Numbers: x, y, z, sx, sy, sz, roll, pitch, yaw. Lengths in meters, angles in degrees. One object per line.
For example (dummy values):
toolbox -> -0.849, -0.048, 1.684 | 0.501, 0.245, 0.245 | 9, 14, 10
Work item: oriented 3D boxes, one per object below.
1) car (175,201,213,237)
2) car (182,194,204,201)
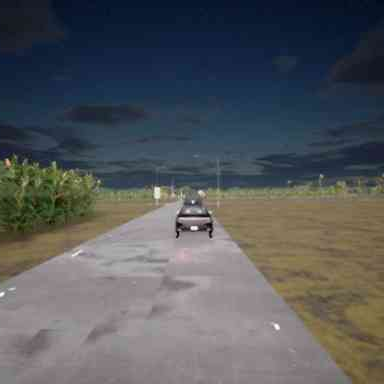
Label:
car -> 0.105, 1.438, 17.660 | 2.128, 1.511, 4.902 | 0, 0, 0
car -> 0.108, 1.198, 36.916 | 2.150, 2.045, 5.566 | 0, 0, 0
